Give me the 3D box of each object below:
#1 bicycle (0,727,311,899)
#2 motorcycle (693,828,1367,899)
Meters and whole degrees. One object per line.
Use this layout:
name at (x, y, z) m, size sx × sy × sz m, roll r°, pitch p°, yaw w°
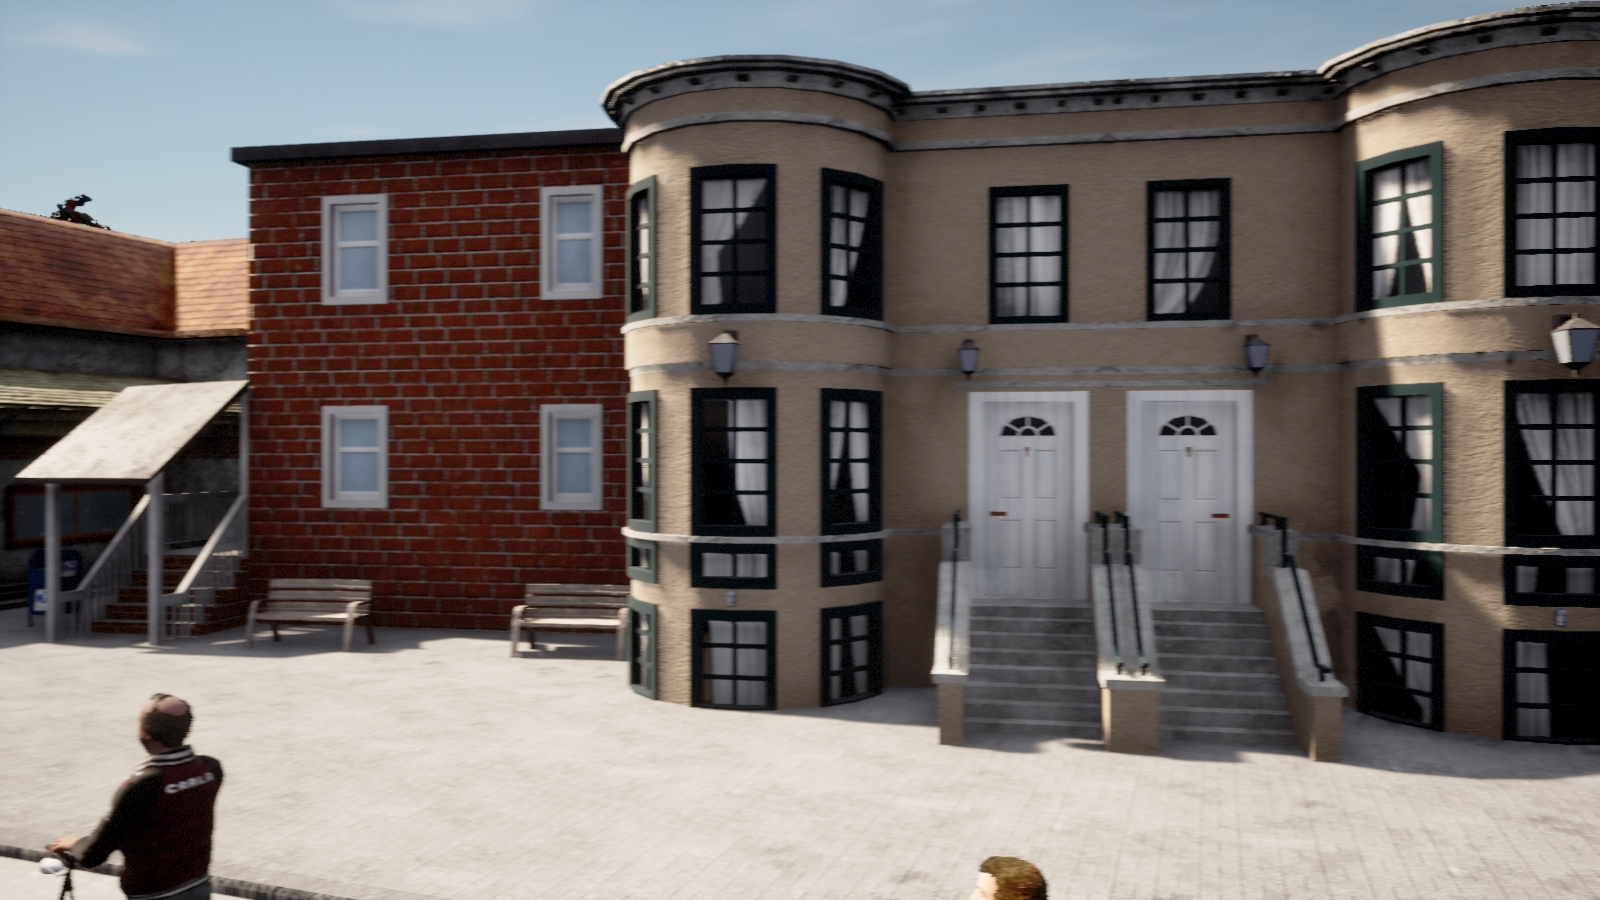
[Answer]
bicycle at (-2.950, 1.940, 4.897) m, size 1.835 × 1.271 × 0.329 m, roll 0°, pitch 0°, yaw 20°
motorcycle at (0.729, 1.993, 3.566) m, size 2.033 × 1.145 × 0.803 m, roll 0°, pitch 0°, yaw 20°
